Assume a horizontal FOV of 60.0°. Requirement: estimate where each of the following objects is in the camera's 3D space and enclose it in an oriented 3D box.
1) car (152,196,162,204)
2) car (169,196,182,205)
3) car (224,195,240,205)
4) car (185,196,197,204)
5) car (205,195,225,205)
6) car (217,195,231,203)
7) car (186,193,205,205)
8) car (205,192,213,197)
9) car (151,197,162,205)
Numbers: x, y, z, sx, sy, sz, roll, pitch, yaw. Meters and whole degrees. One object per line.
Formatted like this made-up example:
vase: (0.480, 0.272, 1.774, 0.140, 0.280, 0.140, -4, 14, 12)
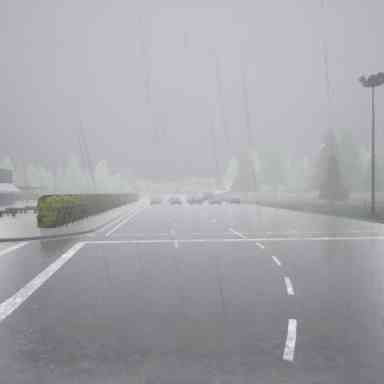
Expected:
car: (-7.215, 1.620, 68.694, 1.994, 1.385, 4.181, 0, 0, -5)
car: (-2.928, 1.651, 59.895, 1.895, 1.301, 4.718, 0, 0, -5)
car: (7.535, 1.561, 60.785, 1.837, 1.490, 4.892, 0, 0, -5)
car: (-0.241, 1.607, 69.307, 2.033, 1.411, 5.357, 0, 0, -5)
car: (4.082, 1.655, 60.093, 1.895, 1.301, 4.718, 0, 0, -5)
car: (6.732, 1.421, 69.920, 2.128, 1.511, 4.902, 0, 0, -5)
car: (0.564, 1.404, 60.142, 2.097, 1.767, 4.553, 0, 0, -5)
car: (3.243, 1.119, 69.644, 2.150, 2.045, 5.566, 0, 0, -5)
car: (-6.482, 1.613, 60.356, 1.994, 1.385, 4.181, 0, 0, -5)
